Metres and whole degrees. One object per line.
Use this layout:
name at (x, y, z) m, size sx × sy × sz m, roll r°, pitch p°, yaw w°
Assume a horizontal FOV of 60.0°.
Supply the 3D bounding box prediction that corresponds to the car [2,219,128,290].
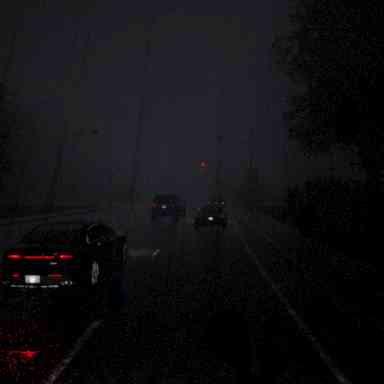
car at (-3.087, 1.500, 9.078) m, size 1.837 × 1.490 × 4.892 m, roll 0°, pitch 0°, yaw 2°

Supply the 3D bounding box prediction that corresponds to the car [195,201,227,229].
car at (1.262, 1.545, 21.729) m, size 1.994 × 1.385 × 4.181 m, roll 0°, pitch 0°, yaw 4°

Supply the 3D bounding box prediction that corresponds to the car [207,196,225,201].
car at (2.833, 1.247, 38.862) m, size 2.097 × 1.767 × 4.553 m, roll 0°, pitch 1°, yaw 5°

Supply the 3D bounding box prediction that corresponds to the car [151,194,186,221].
car at (-1.816, 1.176, 26.975) m, size 2.150 × 2.045 × 5.566 m, roll 0°, pitch 0°, yaw 5°
